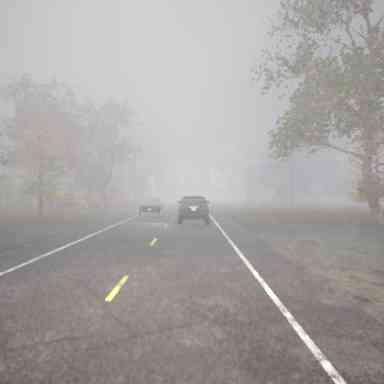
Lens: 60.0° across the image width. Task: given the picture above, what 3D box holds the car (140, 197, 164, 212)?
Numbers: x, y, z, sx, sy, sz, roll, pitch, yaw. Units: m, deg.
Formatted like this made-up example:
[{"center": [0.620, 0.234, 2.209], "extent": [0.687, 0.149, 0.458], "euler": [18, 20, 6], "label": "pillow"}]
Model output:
[{"center": [-3.487, 1.162, 29.600], "extent": [1.882, 1.535, 5.008], "euler": [0, 0, 0], "label": "car"}]

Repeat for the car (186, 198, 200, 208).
[{"center": [0.122, 1.614, 49.773], "extent": [1.994, 1.385, 4.181], "euler": [0, 0, 0], "label": "car"}]

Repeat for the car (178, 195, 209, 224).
[{"center": [0.112, 1.247, 24.894], "extent": [2.150, 2.045, 5.566], "euler": [0, 0, 0], "label": "car"}]
